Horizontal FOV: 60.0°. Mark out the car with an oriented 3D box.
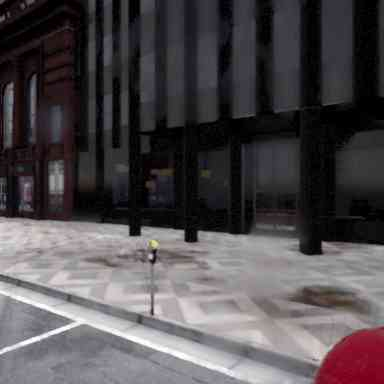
[{"bbox_3d":[2.843,1.309,0.931,5.009,1.841,2.192,0,0,36],"label":"car"}]
